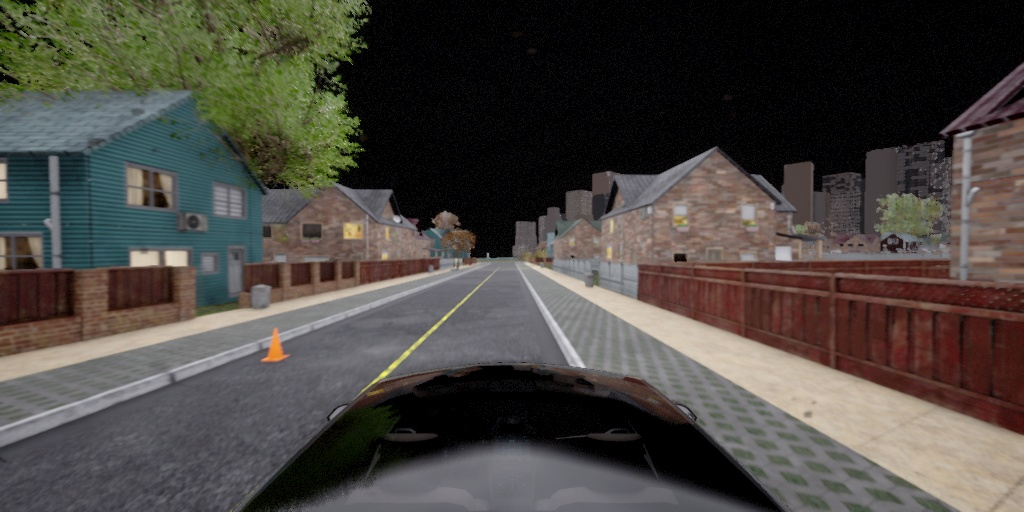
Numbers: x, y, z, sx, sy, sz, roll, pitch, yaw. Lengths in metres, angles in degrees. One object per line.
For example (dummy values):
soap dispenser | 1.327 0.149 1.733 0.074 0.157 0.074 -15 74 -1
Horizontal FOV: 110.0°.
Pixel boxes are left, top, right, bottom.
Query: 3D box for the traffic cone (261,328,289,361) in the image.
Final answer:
traffic cone | -4.629 1.713 7.024 0.340 0.580 0.340 0 0 0
